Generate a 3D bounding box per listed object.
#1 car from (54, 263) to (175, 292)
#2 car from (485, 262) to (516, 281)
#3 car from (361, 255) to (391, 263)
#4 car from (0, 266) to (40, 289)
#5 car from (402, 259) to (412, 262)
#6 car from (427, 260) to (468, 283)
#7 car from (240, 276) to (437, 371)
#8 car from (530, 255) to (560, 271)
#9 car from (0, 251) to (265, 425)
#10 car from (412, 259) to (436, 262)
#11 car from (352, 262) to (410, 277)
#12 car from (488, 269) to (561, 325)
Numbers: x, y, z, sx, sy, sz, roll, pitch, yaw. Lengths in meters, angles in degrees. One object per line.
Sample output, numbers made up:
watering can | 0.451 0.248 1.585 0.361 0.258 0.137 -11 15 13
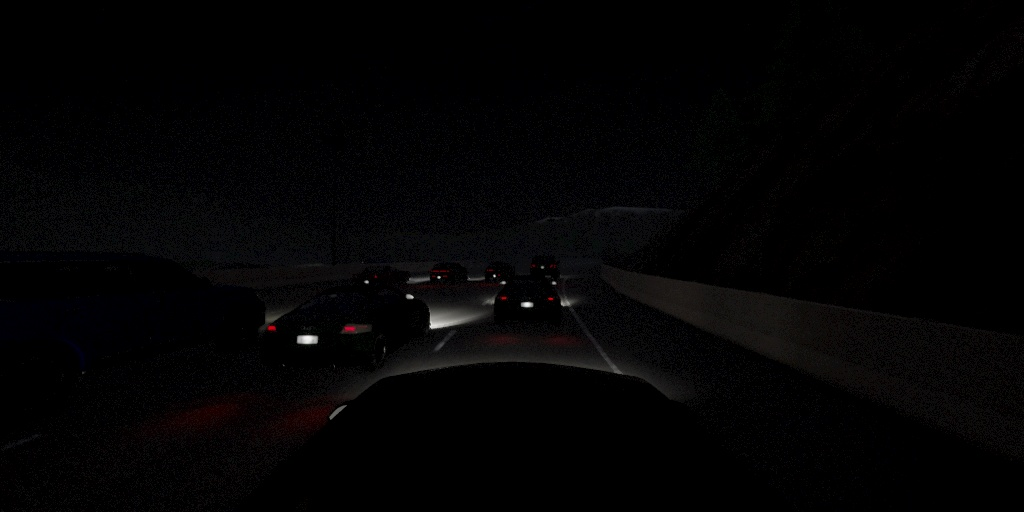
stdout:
car | -23.361 1.208 21.400 1.812 1.442 4.674 0 0 6
car | -0.904 1.239 29.102 1.837 1.490 4.892 0 0 10
car | -22.449 0.887 59.552 2.150 2.045 5.566 0 0 18
car | -30.573 1.265 20.090 1.895 1.301 4.718 0 0 6
car | -17.780 1.223 62.497 2.033 1.411 5.357 0 0 19
car | -4.729 1.231 27.406 1.837 1.490 4.892 0 0 9
car | -3.181 1.303 7.717 1.994 1.385 4.181 0 0 2
car | 2.834 0.965 30.294 2.150 2.045 5.566 0 0 10
car | -6.781 0.952 5.850 2.150 2.045 5.566 0 0 2
car | -14.387 1.179 61.644 2.128 1.511 4.902 0 0 19
car | -8.732 1.318 24.451 1.895 1.301 4.718 0 0 8
car | 0.549 1.310 11.870 1.994 1.385 4.181 0 0 4
